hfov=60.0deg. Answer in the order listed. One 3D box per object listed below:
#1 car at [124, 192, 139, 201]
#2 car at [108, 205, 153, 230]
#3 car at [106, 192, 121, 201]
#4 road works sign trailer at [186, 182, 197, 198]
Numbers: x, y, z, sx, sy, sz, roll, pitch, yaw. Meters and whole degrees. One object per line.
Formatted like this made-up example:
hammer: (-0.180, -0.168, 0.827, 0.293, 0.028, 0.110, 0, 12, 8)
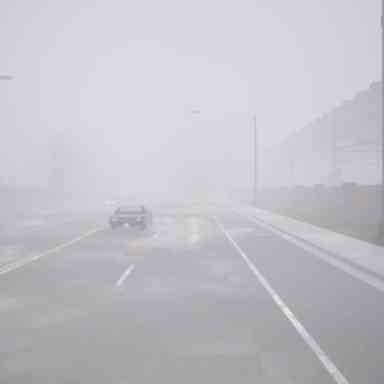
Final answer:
car: (-10.530, 0.805, 57.950, 1.837, 1.490, 4.892, 0, 1, 1)
car: (-3.406, 1.417, 19.497, 1.895, 1.301, 4.718, 0, 1, 0)
car: (-14.020, 0.769, 59.910, 2.128, 1.511, 4.902, 0, 1, 1)
road works sign trailer: (0.009, -0.462, 75.074, 2.380, 3.560, 2.880, 0, 1, 0)
